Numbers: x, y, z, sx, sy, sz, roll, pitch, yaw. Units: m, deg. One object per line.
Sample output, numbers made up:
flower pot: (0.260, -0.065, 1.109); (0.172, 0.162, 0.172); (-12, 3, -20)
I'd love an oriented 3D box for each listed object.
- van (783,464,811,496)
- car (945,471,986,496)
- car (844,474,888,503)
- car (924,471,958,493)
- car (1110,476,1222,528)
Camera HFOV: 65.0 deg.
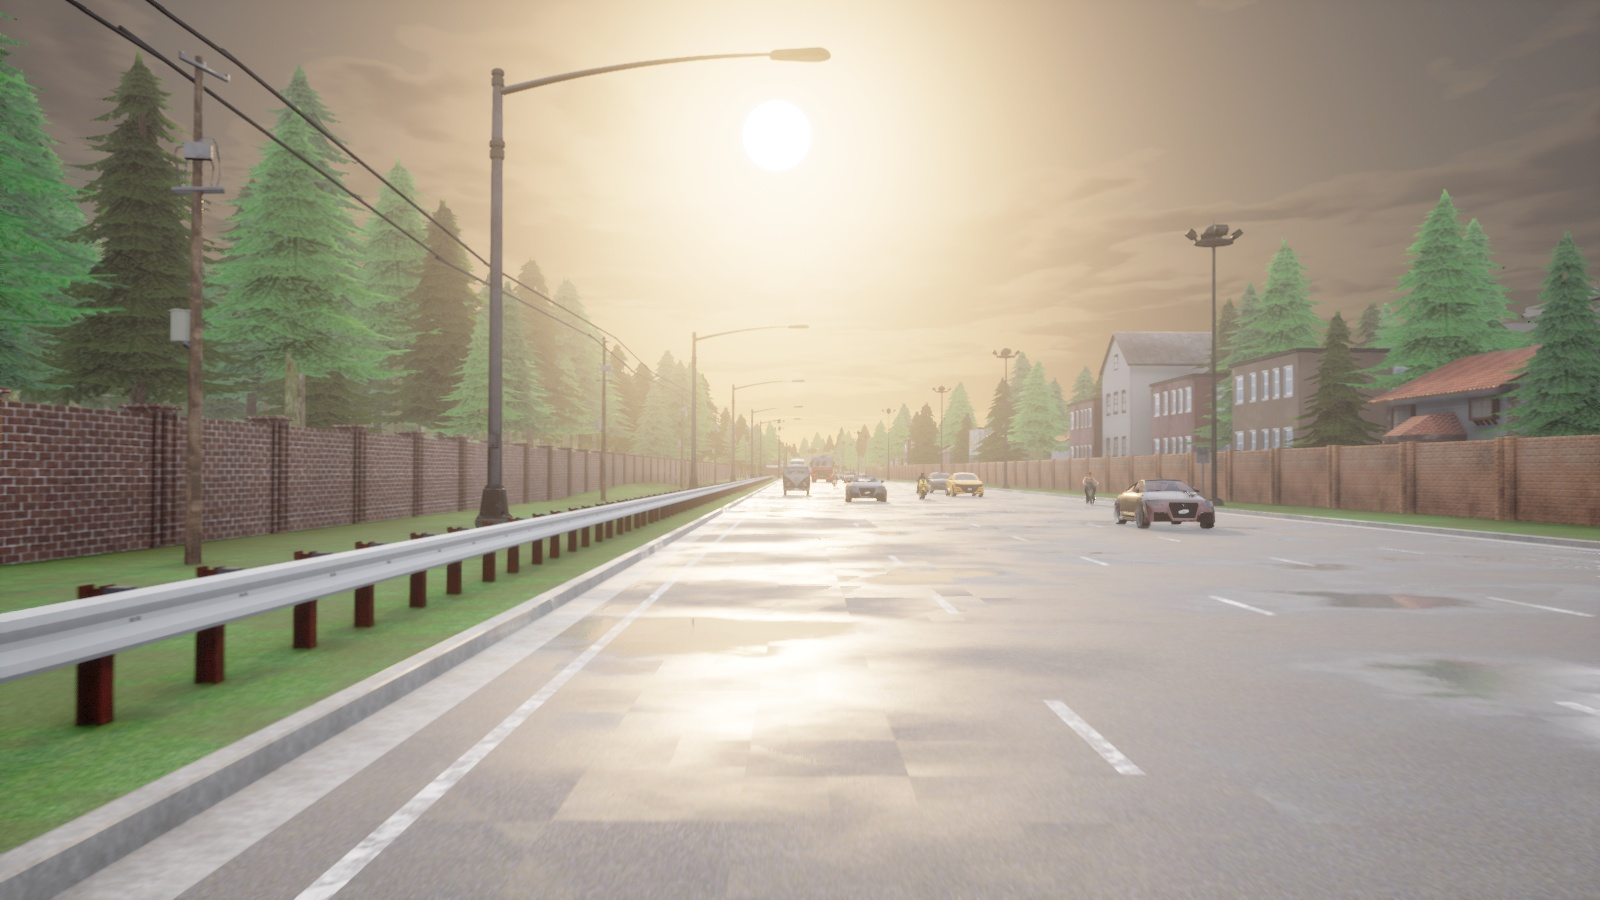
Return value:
van: (-0.200, 1.915, 80.471); (1.775, 1.987, 4.442); (0, -1, 0)
car: (10.306, 2.067, 78.621); (1.882, 1.535, 5.008); (0, -1, 0)
car: (3.341, 1.941, 64.293); (1.994, 1.385, 4.181); (0, -1, 0)
car: (10.274, 2.311, 91.580); (1.837, 1.490, 4.892); (0, -1, -1)
car: (10.411, 1.440, 36.030); (1.994, 1.385, 4.181); (0, -1, 0)
